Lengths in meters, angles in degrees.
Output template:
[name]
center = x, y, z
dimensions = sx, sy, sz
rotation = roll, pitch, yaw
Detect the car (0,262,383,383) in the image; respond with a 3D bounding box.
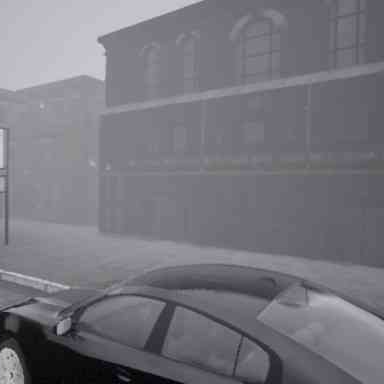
[car]
center = -0.036, 1.484, 3.279
dimensions = 5.008, 1.535, 2.097
rotation = 0, 0, 35
